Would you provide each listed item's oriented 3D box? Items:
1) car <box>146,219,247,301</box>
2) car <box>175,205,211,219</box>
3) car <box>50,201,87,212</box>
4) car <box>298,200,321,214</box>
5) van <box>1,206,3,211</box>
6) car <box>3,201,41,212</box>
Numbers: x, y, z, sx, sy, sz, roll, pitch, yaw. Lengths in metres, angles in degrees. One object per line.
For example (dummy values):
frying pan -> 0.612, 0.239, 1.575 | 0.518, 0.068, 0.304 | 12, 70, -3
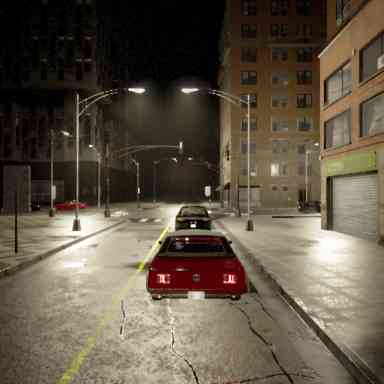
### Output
car -> 0.081, 1.601, 8.282 | 1.895, 1.301, 4.718 | 0, 0, 0
car -> 0.059, 1.474, 18.431 | 1.882, 1.535, 5.008 | 0, 0, 0
car -> -14.553, 1.701, 39.321 | 4.206, 1.307, 1.802 | 0, 0, 0
car -> 12.041, 1.415, 30.826 | 4.313, 1.339, 1.947 | 0, 0, 0
van -> -20.185, 1.425, 30.791 | 3.998, 1.788, 1.690 | 0, 0, 0
car -> -20.201, 1.725, 39.315 | 4.313, 1.339, 1.947 | 0, 0, 0
